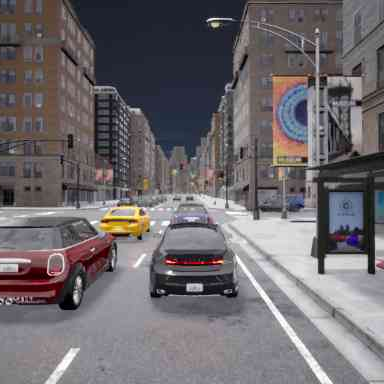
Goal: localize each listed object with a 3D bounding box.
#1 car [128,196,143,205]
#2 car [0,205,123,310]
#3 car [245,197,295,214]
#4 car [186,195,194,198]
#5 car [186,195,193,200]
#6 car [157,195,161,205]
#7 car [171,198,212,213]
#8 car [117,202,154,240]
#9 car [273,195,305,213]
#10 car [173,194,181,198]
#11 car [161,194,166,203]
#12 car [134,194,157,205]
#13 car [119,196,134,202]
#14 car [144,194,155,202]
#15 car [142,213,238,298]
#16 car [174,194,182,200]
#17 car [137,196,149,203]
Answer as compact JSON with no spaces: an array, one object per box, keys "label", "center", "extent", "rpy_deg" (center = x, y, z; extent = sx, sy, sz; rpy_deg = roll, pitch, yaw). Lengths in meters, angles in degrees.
[{"label":"car","center":[-10.236,1.530,60.214],"extent":[1.837,1.490,4.892],"rpy_deg":[0,0,0]},{"label":"car","center":[-3.220,1.356,7.960],"extent":[2.097,1.767,4.553],"rpy_deg":[0,0,-1]},{"label":"car","center":[8.113,1.581,35.736],"extent":[4.892,1.490,1.837],"rpy_deg":[0,-1,-2]},{"label":"car","center":[-0.559,1.494,81.609],"extent":[1.882,1.535,5.008],"rpy_deg":[0,0,0]},{"label":"car","center":[-0.629,1.444,92.057],"extent":[1.895,1.301,4.718],"rpy_deg":[0,0,0]},{"label":"car","center":[-6.992,1.551,58.944],"extent":[1.812,1.442,4.674],"rpy_deg":[0,0,0]},{"label":"car","center":[-0.035,1.361,17.467],"extent":[2.097,1.767,4.553],"rpy_deg":[0,0,0]},{"label":"car","center":[-3.281,1.486,17.088],"extent":[1.882,1.535,5.008],"rpy_deg":[0,0,-1]},{"label":"car","center":[10.320,1.345,39.055],"extent":[5.566,2.045,2.150],"rpy_deg":[0,-1,-1]},{"label":"car","center":[-3.812,1.612,82.034],"extent":[1.895,1.301,4.718],"rpy_deg":[0,0,0]},{"label":"car","center":[-6.975,1.590,68.951],"extent":[1.994,1.385,4.181],"rpy_deg":[0,0,0]},{"label":"car","center":[-6.945,1.376,50.367],"extent":[2.097,1.767,4.553],"rpy_deg":[0,0,0]},{"label":"car","center":[-10.202,1.588,51.394],"extent":[1.994,1.385,4.181],"rpy_deg":[0,0,0]},{"label":"car","center":[-10.303,1.380,80.576],"extent":[2.097,1.767,4.553],"rpy_deg":[0,0,0]},{"label":"car","center":[0.023,1.509,8.531],"extent":[1.837,1.490,4.892],"rpy_deg":[0,0,-1]},{"label":"car","center":[-3.879,1.374,92.006],"extent":[2.128,1.511,4.902],"rpy_deg":[0,0,0]},{"label":"car","center":[-10.234,1.622,70.262],"extent":[1.895,1.301,4.718],"rpy_deg":[0,0,0]}]
